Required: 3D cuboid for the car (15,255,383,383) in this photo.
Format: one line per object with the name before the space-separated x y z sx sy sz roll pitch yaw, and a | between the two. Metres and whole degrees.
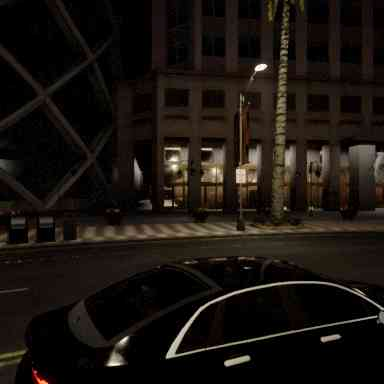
car | 0.802 1.505 3.700 4.892 1.490 1.837 0 0 -26
